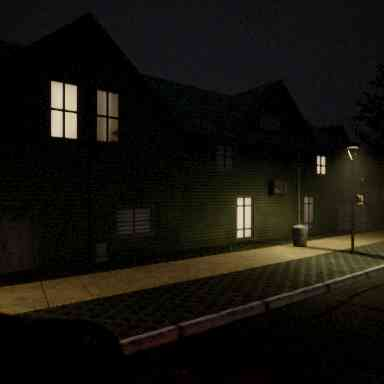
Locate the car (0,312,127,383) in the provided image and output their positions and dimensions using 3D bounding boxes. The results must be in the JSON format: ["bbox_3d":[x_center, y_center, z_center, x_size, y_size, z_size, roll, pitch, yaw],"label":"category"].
[{"bbox_3d":[-2.577,1.505,1.306,4.892,1.490,1.837,0,0,-36],"label":"car"}]
